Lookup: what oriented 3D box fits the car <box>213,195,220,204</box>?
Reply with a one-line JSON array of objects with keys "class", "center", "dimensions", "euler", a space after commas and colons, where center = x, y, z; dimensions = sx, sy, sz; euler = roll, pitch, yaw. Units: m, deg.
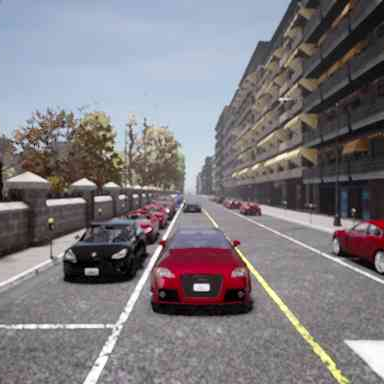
[{"class": "car", "center": [5.458, 1.566, 60.984], "dimensions": [1.947, 1.339, 4.313], "euler": [0, 0, -1]}]

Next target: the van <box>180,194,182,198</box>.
[{"class": "van", "center": [-2.817, 1.335, 49.645], "dimensions": [1.690, 1.788, 3.998], "euler": [0, 0, -1]}]

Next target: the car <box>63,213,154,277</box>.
[{"class": "car", "center": [-2.449, 1.556, 10.237], "dimensions": [1.947, 1.339, 4.313], "euler": [0, 0, -1]}]

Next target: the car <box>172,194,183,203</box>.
[{"class": "car", "center": [-3.027, 1.326, 72.165], "dimensions": [2.192, 1.841, 5.009], "euler": [0, 0, -1]}]

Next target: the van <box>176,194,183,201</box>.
[{"class": "van", "center": [-3.132, 1.366, 83.425], "dimensions": [1.690, 1.788, 3.998], "euler": [0, 0, -1]}]

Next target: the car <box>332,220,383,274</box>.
[{"class": "car", "center": [5.932, 1.534, 10.315], "dimensions": [1.887, 1.381, 4.507], "euler": [0, 0, -1]}]

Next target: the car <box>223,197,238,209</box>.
[{"class": "car", "center": [5.615, 1.430, 44.093], "dimensions": [1.967, 1.590, 4.097], "euler": [0, 0, -1]}]

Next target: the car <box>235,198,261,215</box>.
[{"class": "car", "center": [5.721, 1.567, 32.832], "dimensions": [1.802, 1.307, 4.206], "euler": [0, 0, -1]}]

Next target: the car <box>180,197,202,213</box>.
[{"class": "car", "center": [0.002, 1.550, 35.836], "dimensions": [1.994, 1.385, 4.181], "euler": [0, 0, -1]}]

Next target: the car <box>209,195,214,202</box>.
[{"class": "car", "center": [5.353, 1.450, 72.243], "dimensions": [1.967, 1.590, 4.097], "euler": [0, 0, -1]}]

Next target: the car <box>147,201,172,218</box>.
[{"class": "car", "center": [-2.554, 1.526, 21.496], "dimensions": [1.887, 1.381, 4.507], "euler": [0, 0, -1]}]

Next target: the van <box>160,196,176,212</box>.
[{"class": "van", "center": [-2.712, 1.329, 38.385], "dimensions": [1.690, 1.788, 3.998], "euler": [0, 0, -1]}]

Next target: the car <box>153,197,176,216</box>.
[{"class": "car", "center": [-2.606, 1.423, 27.123], "dimensions": [1.967, 1.590, 4.097], "euler": [0, 0, -1]}]

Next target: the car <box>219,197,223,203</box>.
[{"class": "car", "center": [5.563, 1.575, 49.724], "dimensions": [1.802, 1.307, 4.206], "euler": [0, 0, -1]}]

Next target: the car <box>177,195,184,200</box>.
[{"class": "car", "center": [-3.238, 1.588, 94.685], "dimensions": [1.887, 1.381, 4.507], "euler": [0, 0, -1]}]

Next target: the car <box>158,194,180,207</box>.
[{"class": "car", "center": [-2.660, 1.300, 32.754], "dimensions": [2.192, 1.841, 5.009], "euler": [0, 0, -1]}]

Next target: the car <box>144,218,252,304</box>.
[{"class": "car", "center": [0.165, 1.556, 8.058], "dimensions": [1.994, 1.385, 4.181], "euler": [0, 0, 0]}]

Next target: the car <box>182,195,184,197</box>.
[{"class": "car", "center": [-2.922, 1.566, 60.906], "dimensions": [1.947, 1.339, 4.313], "euler": [0, 0, -1]}]

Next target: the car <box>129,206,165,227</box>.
[{"class": "car", "center": [-2.502, 1.567, 15.868], "dimensions": [1.802, 1.307, 4.206], "euler": [0, 0, -1]}]

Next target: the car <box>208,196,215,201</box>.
[{"class": "car", "center": [5.195, 1.615, 89.134], "dimensions": [1.802, 1.307, 4.206], "euler": [0, 0, -1]}]
